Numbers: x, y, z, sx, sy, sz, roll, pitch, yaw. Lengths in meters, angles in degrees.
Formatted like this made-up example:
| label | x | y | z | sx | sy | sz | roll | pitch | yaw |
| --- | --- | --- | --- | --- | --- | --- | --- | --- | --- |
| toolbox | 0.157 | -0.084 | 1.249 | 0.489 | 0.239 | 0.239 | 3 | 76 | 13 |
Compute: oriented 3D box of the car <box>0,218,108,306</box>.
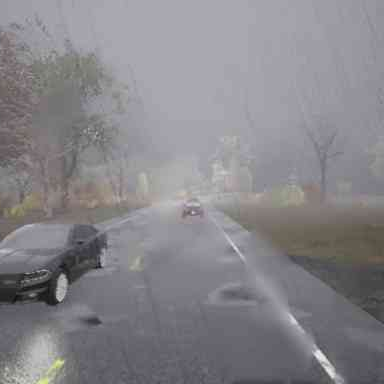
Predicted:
| label | x | y | z | sx | sy | sz | roll | pitch | yaw |
| --- | --- | --- | --- | --- | --- | --- | --- | --- | --- |
| car | -3.524 | 1.481 | 8.307 | 1.882 | 1.535 | 5.008 | 0 | 0 | 1 |

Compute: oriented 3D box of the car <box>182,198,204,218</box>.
| label | x | y | z | sx | sy | sz | roll | pitch | yaw |
| --- | --- | --- | --- | --- | --- | --- | --- | --- | --- |
| car | 0.108 | 1.537 | 30.030 | 1.812 | 1.442 | 4.674 | 0 | 0 | 0 |

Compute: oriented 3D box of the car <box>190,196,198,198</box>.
| label | x | y | z | sx | sy | sz | roll | pitch | yaw |
| --- | --- | --- | --- | --- | --- | --- | --- | --- | --- |
| car | 0.265 | 1.526 | 56.419 | 1.837 | 1.490 | 4.892 | 0 | 0 | 1 |
